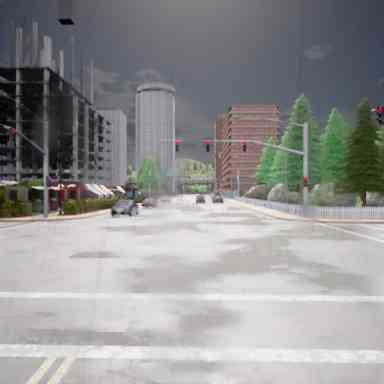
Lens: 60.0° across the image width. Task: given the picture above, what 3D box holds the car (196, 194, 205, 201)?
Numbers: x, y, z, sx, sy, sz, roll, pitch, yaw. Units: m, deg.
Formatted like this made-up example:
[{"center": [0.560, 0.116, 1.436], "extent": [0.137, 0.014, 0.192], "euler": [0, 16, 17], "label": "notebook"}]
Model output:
[{"center": [1.918, 1.311, 74.708], "extent": [1.837, 1.490, 4.892], "euler": [0, 0, 1], "label": "car"}]

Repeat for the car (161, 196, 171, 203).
[{"center": [-5.268, 1.512, 67.646], "extent": [1.812, 1.442, 4.674], "euler": [0, 0, 2], "label": "car"}]

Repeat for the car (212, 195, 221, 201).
[{"center": [5.418, 1.406, 74.654], "extent": [1.895, 1.301, 4.718], "euler": [0, 0, 1], "label": "car"}]

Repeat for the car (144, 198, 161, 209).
[{"center": [-5.860, 1.516, 46.584], "extent": [1.812, 1.442, 4.674], "euler": [0, 0, 1], "label": "car"}]

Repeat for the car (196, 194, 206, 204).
[{"center": [1.697, 1.587, 65.523], "extent": [1.895, 1.301, 4.718], "euler": [0, 0, 1], "label": "car"}]

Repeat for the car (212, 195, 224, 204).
[{"center": [5.203, 1.512, 65.757], "extent": [1.812, 1.442, 4.674], "euler": [0, 0, 1], "label": "car"}]

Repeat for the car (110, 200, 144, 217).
[{"center": [-6.236, 1.485, 31.206], "extent": [2.128, 1.511, 4.902], "euler": [0, 0, 1], "label": "car"}]
